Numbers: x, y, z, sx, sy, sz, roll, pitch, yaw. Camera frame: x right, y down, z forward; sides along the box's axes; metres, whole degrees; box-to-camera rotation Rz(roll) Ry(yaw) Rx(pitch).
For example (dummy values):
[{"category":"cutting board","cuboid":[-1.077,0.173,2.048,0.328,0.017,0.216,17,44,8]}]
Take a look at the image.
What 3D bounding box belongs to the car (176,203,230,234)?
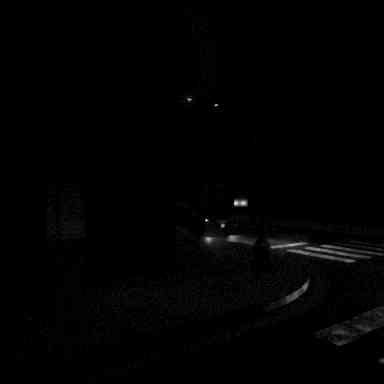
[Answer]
[{"category":"car","cuboid":[0.079,1.409,18.631,2.128,1.511,4.902,0,0,-37]}]
